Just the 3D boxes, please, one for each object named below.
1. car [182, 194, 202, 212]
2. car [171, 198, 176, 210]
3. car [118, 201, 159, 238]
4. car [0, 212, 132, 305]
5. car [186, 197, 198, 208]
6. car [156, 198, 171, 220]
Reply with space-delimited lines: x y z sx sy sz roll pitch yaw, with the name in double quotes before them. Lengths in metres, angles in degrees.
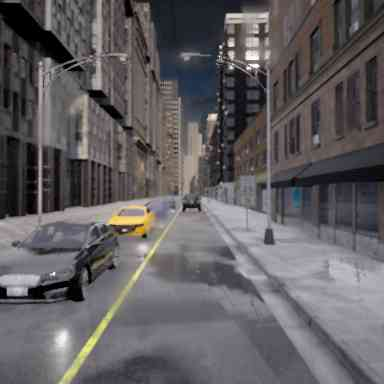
"car" -0.007 1.228 39.187 2.150 2.045 5.566 0 0 0
"car" -3.011 1.552 43.565 2.033 1.411 5.357 0 0 0
"car" -3.098 1.488 17.876 1.882 1.535 5.008 0 0 0
"car" -3.092 1.498 8.333 2.128 1.511 4.902 0 0 0
"car" -0.007 1.525 49.815 1.812 1.442 4.674 0 0 0
"car" -3.094 1.488 28.273 1.882 1.535 5.008 0 0 0
